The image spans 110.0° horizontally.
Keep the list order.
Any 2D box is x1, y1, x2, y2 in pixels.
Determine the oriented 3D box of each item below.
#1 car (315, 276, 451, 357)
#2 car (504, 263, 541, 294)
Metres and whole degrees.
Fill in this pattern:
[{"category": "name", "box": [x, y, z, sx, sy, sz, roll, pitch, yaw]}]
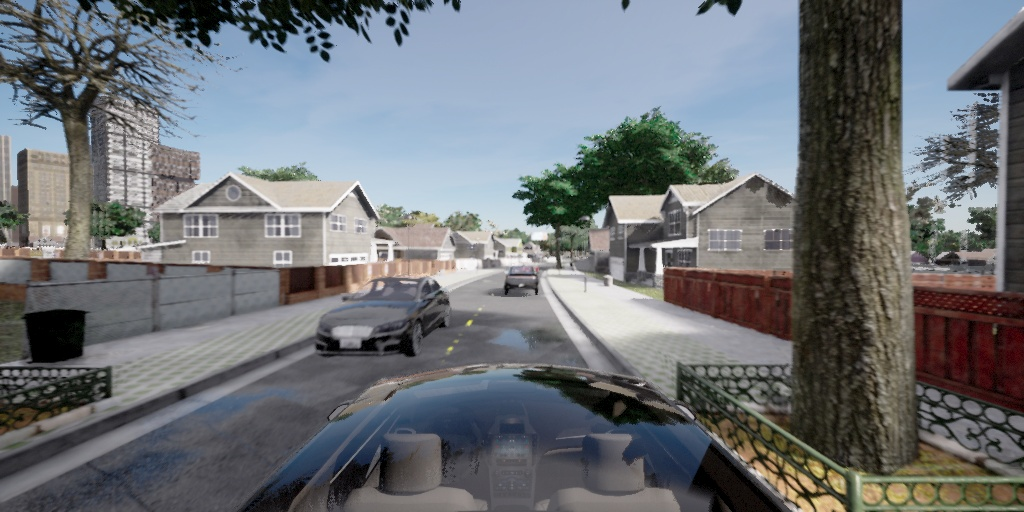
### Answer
[{"category": "car", "box": [-2.734, 1.251, 8.658, 2.128, 1.511, 4.902, 0, 0, 1]}, {"category": "car", "box": [0.578, 1.276, 20.326, 2.128, 1.511, 4.902, 0, 0, 3]}]
